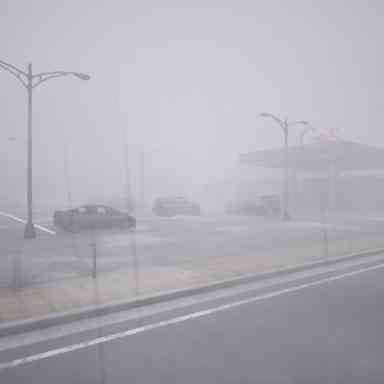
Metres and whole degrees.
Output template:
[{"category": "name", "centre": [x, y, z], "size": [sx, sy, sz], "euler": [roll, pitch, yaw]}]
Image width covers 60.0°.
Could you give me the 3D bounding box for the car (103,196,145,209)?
[{"category": "car", "centre": [-8.048, 1.486, 40.935], "size": [4.514, 1.523, 2.007], "euler": [0, 0, -36]}]

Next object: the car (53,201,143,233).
[{"category": "car", "centre": [-5.454, 1.486, 18.923], "size": [4.514, 1.523, 2.007], "euler": [0, 0, -36]}]

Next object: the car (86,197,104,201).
[{"category": "car", "centre": [-13.839, 1.508, 49.079], "size": [3.633, 1.501, 1.845], "euler": [0, 0, -36]}]

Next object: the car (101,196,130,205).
[{"category": "car", "centre": [-14.509, 1.518, 63.177], "size": [5.027, 1.636, 2.152], "euler": [0, 0, -36]}]

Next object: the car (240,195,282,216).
[{"category": "car", "centre": [6.944, 1.265, 32.314], "size": [3.866, 1.878, 1.905], "euler": [0, 0, -36]}]

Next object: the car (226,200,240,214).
[{"category": "car", "centre": [5.502, 1.549, 35.372], "size": [3.806, 1.475, 1.970], "euler": [0, 0, -36]}]

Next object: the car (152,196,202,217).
[{"category": "car", "centre": [-1.365, 1.286, 30.399], "size": [4.605, 1.855, 1.932], "euler": [0, 0, -36]}]

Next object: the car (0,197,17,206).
[{"category": "car", "centre": [-29.761, 1.572, 52.416], "size": [3.806, 1.475, 1.970], "euler": [0, 0, -36]}]

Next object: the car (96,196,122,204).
[{"category": "car", "centre": [-16.380, 1.527, 65.696], "size": [4.514, 1.523, 2.007], "euler": [0, 0, -36]}]
